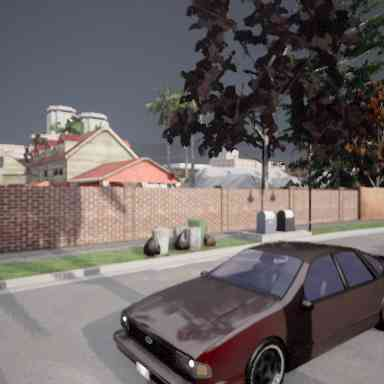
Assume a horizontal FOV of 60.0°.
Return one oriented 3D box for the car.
[{"bbox_3d":[1.580,1.535,5.219,5.357,1.411,2.033,0,0,-37],"label":"car"}]
